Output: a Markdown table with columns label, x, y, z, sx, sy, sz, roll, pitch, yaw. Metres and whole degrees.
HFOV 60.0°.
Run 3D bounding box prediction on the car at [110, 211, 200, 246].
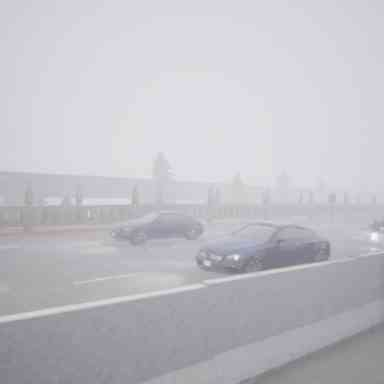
| label | x | y | z | sx | sy | sz | roll | pitch | yaw |
| --- | --- | --- | --- | --- | --- | --- | --- | --- | --- |
| car | -1.508 | 1.627 | 15.815 | 4.674 | 1.442 | 1.812 | 1 | -1 | -35 |

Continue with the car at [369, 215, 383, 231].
| label | x | y | z | sx | sy | sz | roll | pitch | yaw |
| --- | --- | --- | --- | --- | --- | --- | --- | --- | --- |
| car | 14.343 | 1.980 | 22.819 | 5.357 | 1.411 | 2.033 | 1 | -1 | -35 |

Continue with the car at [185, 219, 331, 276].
| label | x | y | z | sx | sy | sz | roll | pitch | yaw |
| --- | --- | --- | --- | --- | --- | --- | --- | --- | --- |
| car | 2.297 | 1.621 | 9.930 | 4.674 | 1.442 | 1.812 | 1 | -1 | -35 |
